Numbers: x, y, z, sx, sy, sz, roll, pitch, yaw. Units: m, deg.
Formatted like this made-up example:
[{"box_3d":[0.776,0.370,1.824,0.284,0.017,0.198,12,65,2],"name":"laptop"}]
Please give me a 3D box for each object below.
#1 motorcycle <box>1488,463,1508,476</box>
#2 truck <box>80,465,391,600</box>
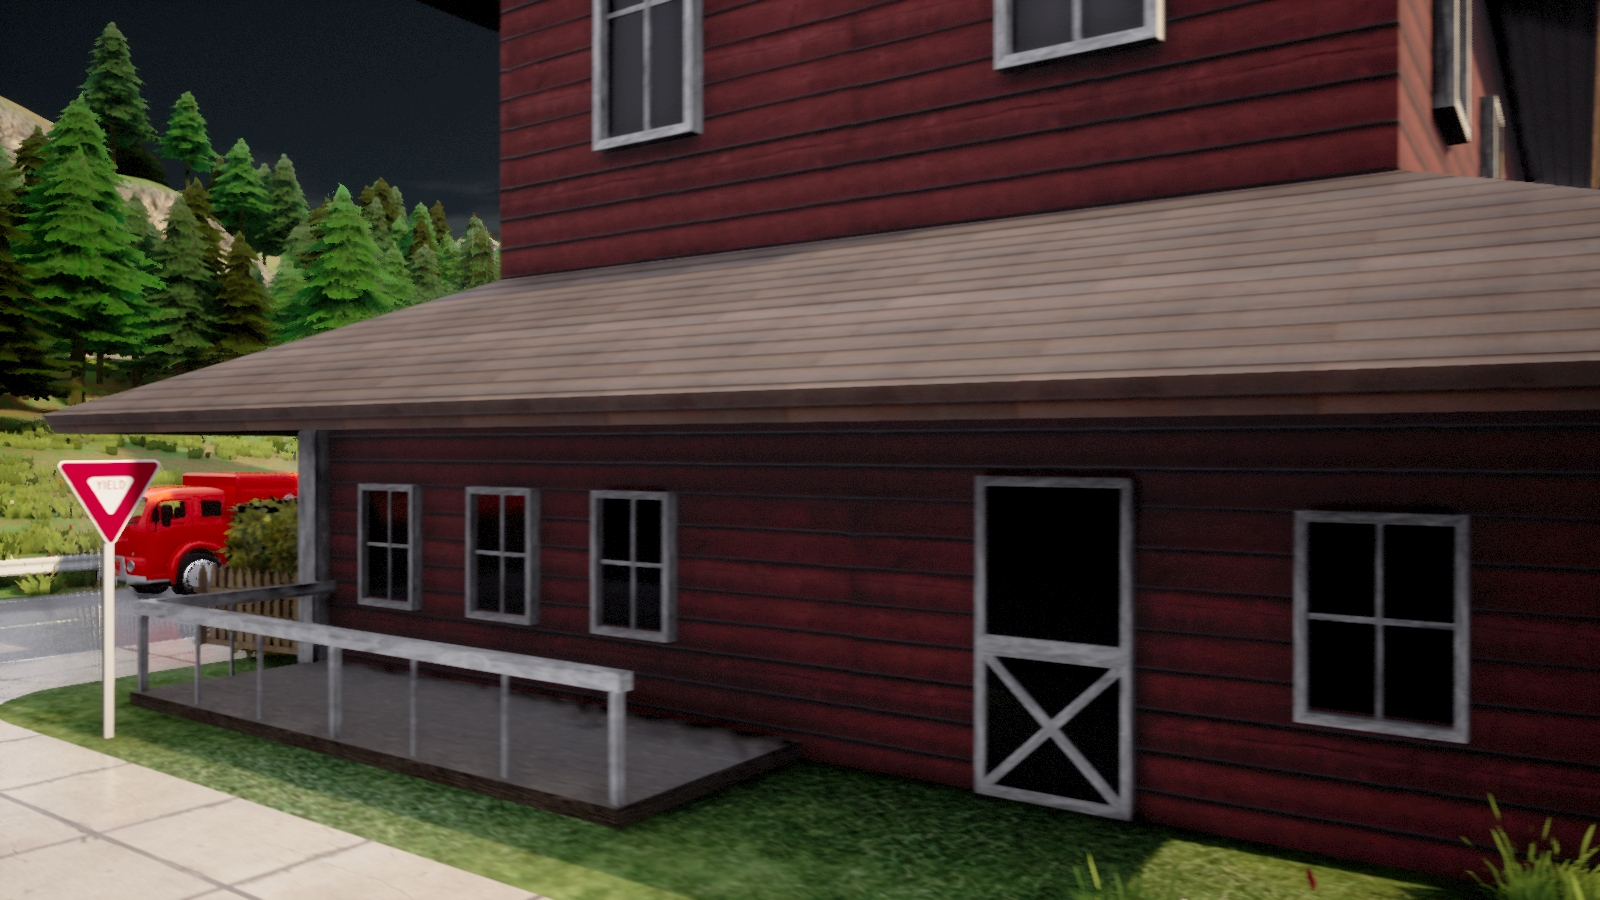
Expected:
[{"box_3d":[76.856,2.132,125.748,1.805,1.316,0.856,0,0,35],"name":"motorcycle"},{"box_3d":[-11.635,1.555,23.937,2.627,2.467,5.204,0,-1,35],"name":"truck"}]
